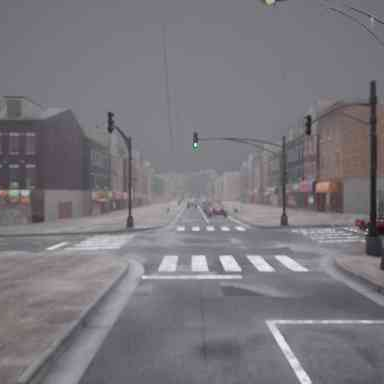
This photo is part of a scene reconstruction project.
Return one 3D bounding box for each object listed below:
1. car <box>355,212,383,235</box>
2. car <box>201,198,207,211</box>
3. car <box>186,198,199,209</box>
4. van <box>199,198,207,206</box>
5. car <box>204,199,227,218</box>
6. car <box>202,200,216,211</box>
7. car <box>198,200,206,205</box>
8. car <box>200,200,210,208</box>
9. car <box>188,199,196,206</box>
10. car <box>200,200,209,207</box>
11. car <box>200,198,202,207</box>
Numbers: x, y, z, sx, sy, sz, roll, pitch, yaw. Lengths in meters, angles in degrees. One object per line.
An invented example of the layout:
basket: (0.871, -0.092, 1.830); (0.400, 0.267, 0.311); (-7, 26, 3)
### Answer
car: (10.417, 1.452, 15.597); (4.718, 1.301, 1.895); (-1, 0, -2)
car: (2.634, 1.815, 40.772); (2.192, 1.841, 5.009); (-1, -1, 0)
car: (0.008, 2.281, 60.423); (1.837, 1.490, 4.892); (0, -1, 0)
van: (2.637, 2.389, 78.585); (1.690, 1.788, 3.998); (-1, -1, 0)
car: (2.635, 1.867, 35.369); (1.967, 1.590, 4.097); (-1, -1, 0)
car: (2.636, 2.089, 51.575); (1.967, 1.590, 4.097); (-1, -1, 0)
car: (2.640, 2.798, 89.385); (1.802, 1.307, 4.206); (-1, -1, 0)
car: (2.638, 2.412, 67.949); (1.752, 1.417, 4.829); (-1, -1, 0)
car: (0.009, 2.287, 70.843); (1.812, 1.442, 4.674); (0, -1, 0)
car: (2.638, 2.493, 73.350); (1.752, 1.417, 4.829); (-1, -1, 0)
car: (2.634, 1.889, 46.175); (2.192, 1.841, 5.009); (-1, -1, 0)
